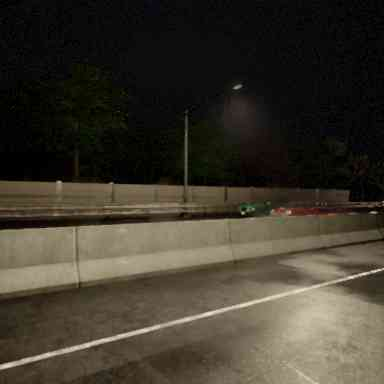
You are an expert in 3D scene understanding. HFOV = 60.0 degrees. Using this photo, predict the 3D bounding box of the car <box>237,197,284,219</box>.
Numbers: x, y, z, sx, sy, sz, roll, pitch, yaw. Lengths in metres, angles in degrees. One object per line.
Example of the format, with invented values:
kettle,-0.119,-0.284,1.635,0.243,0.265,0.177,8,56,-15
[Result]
car,6.625,1.483,30.208,5.566,2.045,2.150,1,0,-36

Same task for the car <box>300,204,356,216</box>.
car,10.310,1.783,24.248,4.674,1.442,1.812,1,0,-35

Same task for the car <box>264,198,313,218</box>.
car,8.443,1.611,27.214,4.553,1.767,2.097,1,0,-35
